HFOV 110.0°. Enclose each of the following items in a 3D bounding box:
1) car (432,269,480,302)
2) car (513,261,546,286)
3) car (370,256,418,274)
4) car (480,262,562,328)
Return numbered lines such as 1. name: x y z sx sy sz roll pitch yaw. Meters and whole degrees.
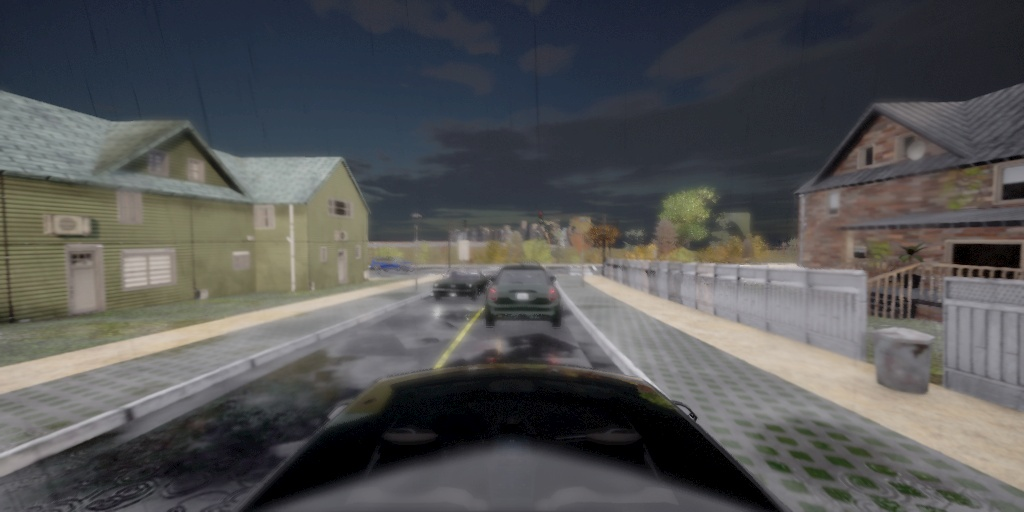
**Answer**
1. car: -2.280 1.285 16.891 1.895 1.301 4.718 0 0 4
2. car: 1.376 1.162 25.756 2.128 1.511 4.902 0 0 6
3. car: -13.981 0.999 42.415 5.566 2.045 2.150 0 2 10
4. car: 0.375 1.063 11.468 2.097 1.767 4.553 0 0 2
